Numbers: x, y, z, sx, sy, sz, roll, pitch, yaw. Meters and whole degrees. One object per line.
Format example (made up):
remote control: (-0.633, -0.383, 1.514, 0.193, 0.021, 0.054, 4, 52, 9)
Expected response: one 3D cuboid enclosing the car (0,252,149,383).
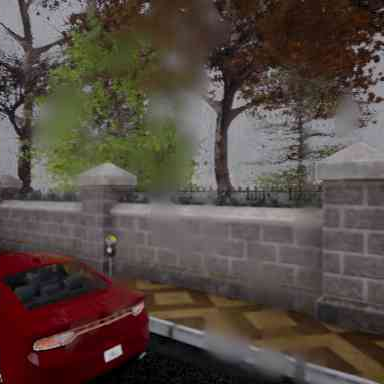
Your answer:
car: (-2.632, 1.554, 4.789, 4.507, 1.381, 1.887, 0, 0, 36)
